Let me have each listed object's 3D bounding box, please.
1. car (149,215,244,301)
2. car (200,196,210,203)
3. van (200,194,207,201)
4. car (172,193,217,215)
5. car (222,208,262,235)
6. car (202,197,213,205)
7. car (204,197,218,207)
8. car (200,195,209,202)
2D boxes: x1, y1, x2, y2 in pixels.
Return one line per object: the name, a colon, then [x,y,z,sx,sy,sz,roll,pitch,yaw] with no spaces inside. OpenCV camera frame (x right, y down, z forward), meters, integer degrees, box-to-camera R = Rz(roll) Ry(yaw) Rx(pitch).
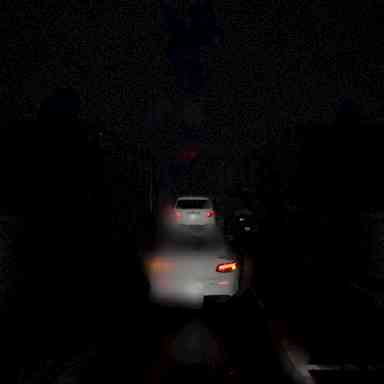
car: [0.082,1.521,8.175,1.812,1.442,4.674,0,0,1]
car: [2.869,1.544,72.856,1.887,1.381,4.507,-1,0,0]
van: [2.902,1.343,83.921,1.690,1.788,3.998,-1,0,0]
car: [0.091,1.214,17.925,2.150,2.045,5.566,0,0,1]
car: [2.683,1.543,18.281,2.008,1.369,4.403,-1,0,0]
car: [2.832,1.578,61.791,1.802,1.307,4.206,-1,0,0]
car: [2.793,1.539,50.726,1.887,1.381,4.507,-1,0,0]
car: [2.885,1.440,78.389,1.967,1.590,4.097,-1,0,0]
